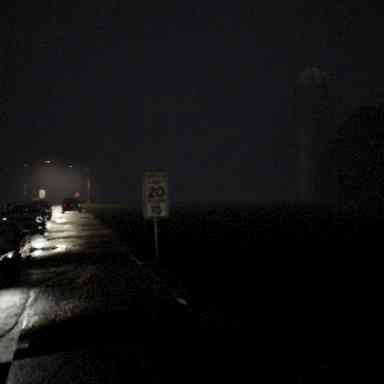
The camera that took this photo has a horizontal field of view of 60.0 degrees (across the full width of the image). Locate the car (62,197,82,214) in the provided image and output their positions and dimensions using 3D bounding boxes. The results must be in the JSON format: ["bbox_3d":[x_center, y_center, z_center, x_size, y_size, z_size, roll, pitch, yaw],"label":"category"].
[{"bbox_3d":[-13.911,1.527,38.492,2.097,1.767,4.553,-1,0,-21],"label":"car"}]

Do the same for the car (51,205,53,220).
[{"bbox_3d":[-13.133,1.525,28.517,2.097,1.767,4.553,-1,0,-21],"label":"car"}]

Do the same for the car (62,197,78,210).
[{"bbox_3d":[-17.593,1.569,47.900,2.097,1.767,4.553,-1,0,-21],"label":"car"}]

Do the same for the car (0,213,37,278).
[{"bbox_3d":[-6.011,1.607,10.099,1.812,1.442,4.674,-1,0,-21],"label":"car"}]

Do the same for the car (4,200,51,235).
[{"bbox_3d":[-9.506,1.479,19.119,2.097,1.767,4.553,-1,0,-21],"label":"car"}]
